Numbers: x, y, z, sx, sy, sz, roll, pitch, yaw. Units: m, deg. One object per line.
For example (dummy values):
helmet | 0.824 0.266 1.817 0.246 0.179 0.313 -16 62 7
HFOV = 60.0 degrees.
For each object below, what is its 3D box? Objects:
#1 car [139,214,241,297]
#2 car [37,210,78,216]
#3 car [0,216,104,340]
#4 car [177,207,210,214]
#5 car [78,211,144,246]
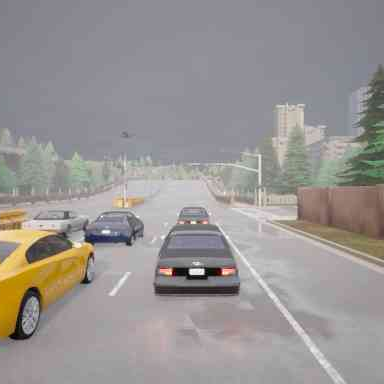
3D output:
car | 0.088 1.547 8.764 2.033 1.411 5.357 0 0 0
car | -6.924 1.601 17.537 1.895 1.301 4.718 0 0 0
car | -3.409 1.478 6.553 1.882 1.535 5.008 0 0 0
car | 0.098 1.547 18.831 2.033 1.411 5.357 0 0 1
car | -3.426 1.564 15.310 1.994 1.385 4.181 0 0 0
